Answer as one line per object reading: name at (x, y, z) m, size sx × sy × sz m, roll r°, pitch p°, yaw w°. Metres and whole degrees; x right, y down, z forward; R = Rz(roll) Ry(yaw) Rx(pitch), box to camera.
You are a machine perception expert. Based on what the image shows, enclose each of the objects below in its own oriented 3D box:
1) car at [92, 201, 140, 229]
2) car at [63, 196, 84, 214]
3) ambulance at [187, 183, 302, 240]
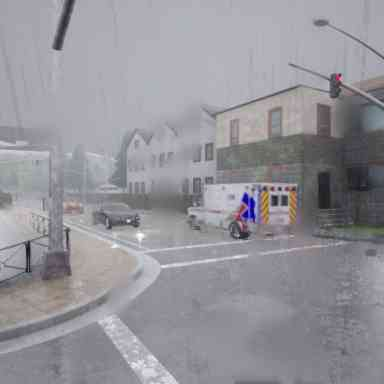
car at (-4.782, 1.365, 20.475) m, size 1.837 × 1.490 × 4.892 m, roll 0°, pitch 0°, yaw -32°
car at (-11.944, 1.227, 32.097) m, size 2.097 × 1.767 × 4.553 m, roll 0°, pitch 0°, yaw -33°
ambulance at (2.100, 0.879, 16.183) m, size 2.351 × 2.431 × 6.366 m, roll 0°, pitch 0°, yaw -32°
